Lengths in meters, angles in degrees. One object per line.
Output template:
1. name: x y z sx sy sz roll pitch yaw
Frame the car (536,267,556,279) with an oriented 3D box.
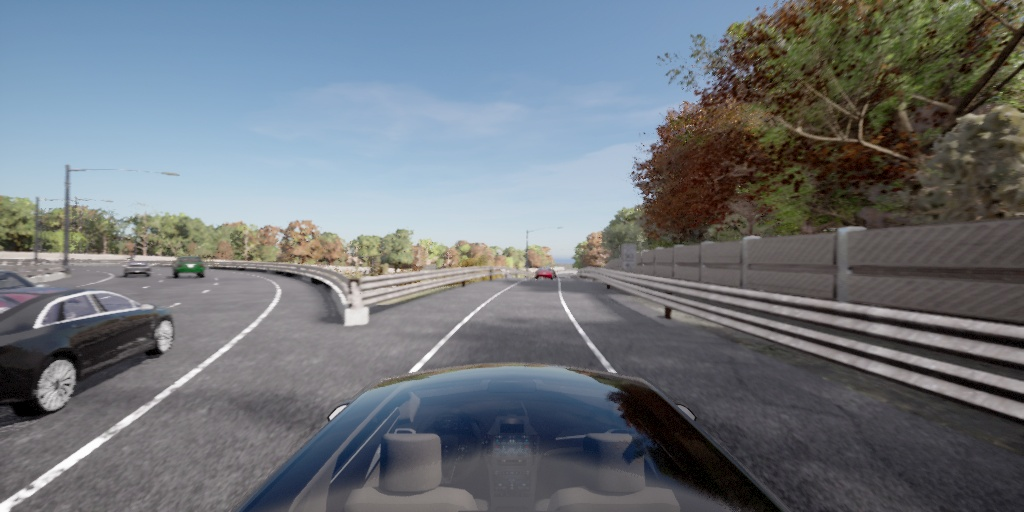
1. car: 3.919 2.023 42.758 1.994 1.385 4.181 0 -2 7

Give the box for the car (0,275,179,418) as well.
1. car: -7.109 1.219 5.417 2.128 1.511 4.902 0 0 -24

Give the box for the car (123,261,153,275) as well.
1. car: -36.982 1.274 35.455 4.902 1.511 2.128 0 -1 44

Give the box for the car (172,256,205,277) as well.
1. car: -31.648 1.041 35.124 2.150 2.045 5.566 1 -1 -45

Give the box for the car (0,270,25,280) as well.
1. car: -12.224 1.068 7.994 2.097 1.767 4.553 1 -1 -26
